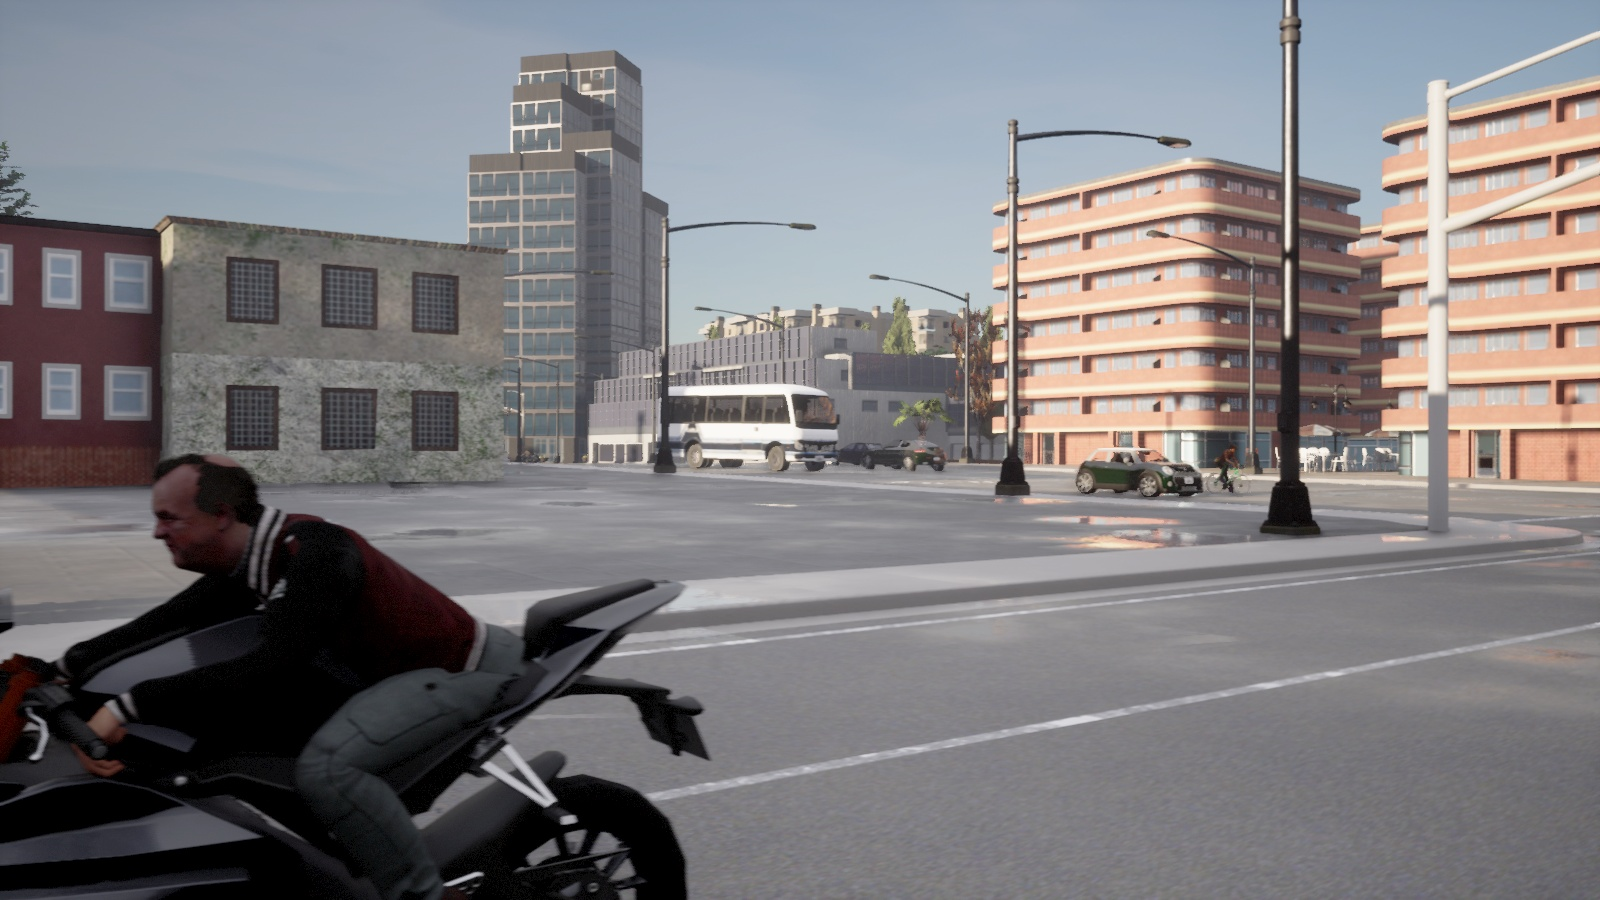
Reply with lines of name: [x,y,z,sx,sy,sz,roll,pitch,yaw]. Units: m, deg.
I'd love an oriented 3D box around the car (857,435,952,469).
car: [5.294,0.072,64.434,2.152,1.651,5.027,0,1,-35]

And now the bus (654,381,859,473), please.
bus: [-2.333,-1.122,62.633,10.273,4.253,3.944,1,0,42]

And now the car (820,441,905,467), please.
car: [3.588,0.229,73.002,2.033,1.411,5.357,0,1,-35]

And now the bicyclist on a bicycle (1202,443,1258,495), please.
bicyclist on a bicycle: [13.724,0.588,40.100,0.582,1.620,1.656,0,1,-35]

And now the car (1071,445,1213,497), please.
car: [10.468,0.595,38.651,1.970,1.475,3.806,0,1,-35]

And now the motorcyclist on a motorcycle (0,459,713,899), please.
motorcyclist on a motorcycle: [-1.349,0.790,2.714,2.191,1.530,0.866,0,0,-36]
